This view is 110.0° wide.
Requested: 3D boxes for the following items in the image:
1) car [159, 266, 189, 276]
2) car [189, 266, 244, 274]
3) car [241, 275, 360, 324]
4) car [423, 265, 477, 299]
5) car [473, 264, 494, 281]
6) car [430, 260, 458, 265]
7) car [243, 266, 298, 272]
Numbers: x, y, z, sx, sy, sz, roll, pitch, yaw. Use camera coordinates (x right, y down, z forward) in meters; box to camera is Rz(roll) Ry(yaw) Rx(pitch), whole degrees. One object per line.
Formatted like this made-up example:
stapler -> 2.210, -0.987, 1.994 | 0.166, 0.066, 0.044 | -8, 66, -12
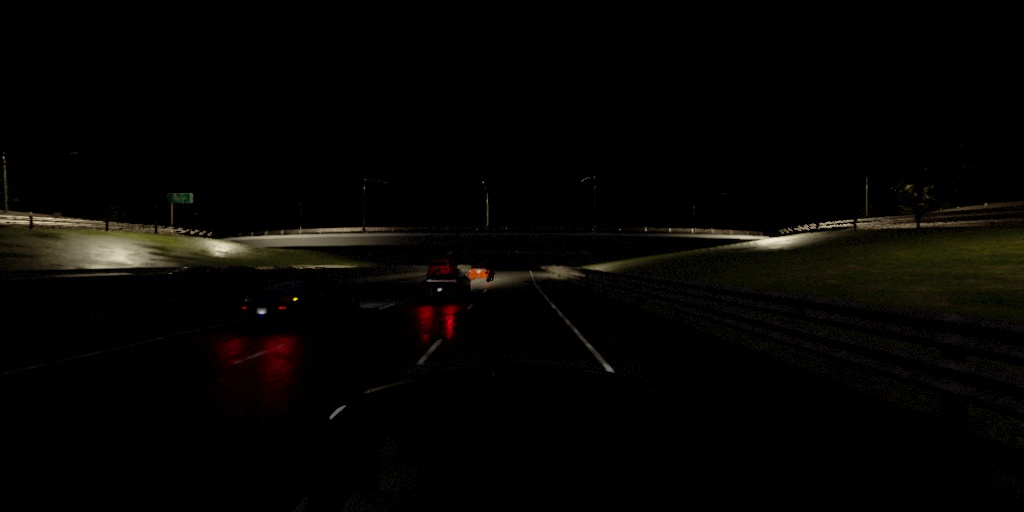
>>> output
car -> -24.429, 1.526, 27.695 | 2.128, 1.511, 4.902 | 0, -1, 1
car -> -20.942, 1.502, 27.038 | 1.882, 1.535, 5.008 | 0, -1, 1
car -> -6.904, 1.360, 12.209 | 1.812, 1.442, 4.674 | 0, 0, 0
car -> -3.369, 1.406, 19.230 | 2.128, 1.511, 4.902 | 0, -1, 0
car -> -2.990, 1.528, 35.211 | 2.097, 1.767, 4.553 | 0, -1, 2
car -> -6.525, 1.383, 34.568 | 2.150, 2.045, 5.566 | 0, -1, 2
car -> -17.443, 1.552, 27.076 | 1.812, 1.442, 4.674 | 0, -1, 1
